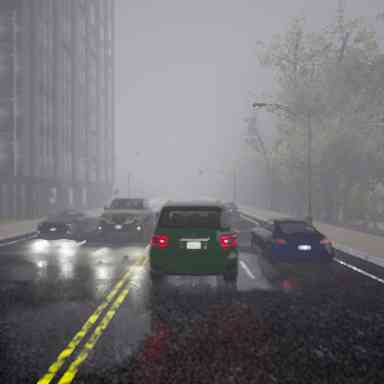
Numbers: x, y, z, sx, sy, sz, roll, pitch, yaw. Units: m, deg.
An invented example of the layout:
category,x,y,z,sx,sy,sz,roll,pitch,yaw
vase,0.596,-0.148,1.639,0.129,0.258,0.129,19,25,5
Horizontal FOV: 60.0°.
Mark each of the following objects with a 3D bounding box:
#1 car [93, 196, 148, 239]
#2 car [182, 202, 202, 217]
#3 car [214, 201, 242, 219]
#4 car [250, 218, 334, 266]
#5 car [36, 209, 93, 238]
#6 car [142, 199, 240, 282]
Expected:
category,x,y,z,sx,sy,sz,roll,pitch,yaw
car,-3.398,1.272,18.105,2.150,2.045,5.566,0,0,0
car,0.007,1.694,33.920,1.895,1.301,4.718,0,0,0
car,3.263,1.632,31.009,2.033,1.411,5.357,0,0,0
car,3.302,1.597,11.727,1.994,1.385,4.181,0,0,0
car,-6.648,1.613,17.922,1.994,1.385,4.181,0,0,0
car,0.051,1.251,9.945,2.150,2.045,5.566,0,0,0
